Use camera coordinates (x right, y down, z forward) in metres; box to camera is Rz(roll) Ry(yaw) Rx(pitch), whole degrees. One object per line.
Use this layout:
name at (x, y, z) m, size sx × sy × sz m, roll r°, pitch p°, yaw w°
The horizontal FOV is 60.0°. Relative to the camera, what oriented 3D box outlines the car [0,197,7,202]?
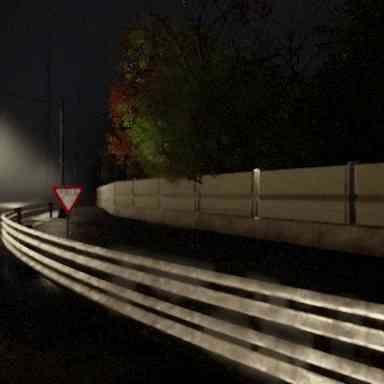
car at (-43.829, 1.715, 76.243) m, size 1.994 × 1.385 × 4.181 m, roll 0°, pitch 0°, yaw -37°
